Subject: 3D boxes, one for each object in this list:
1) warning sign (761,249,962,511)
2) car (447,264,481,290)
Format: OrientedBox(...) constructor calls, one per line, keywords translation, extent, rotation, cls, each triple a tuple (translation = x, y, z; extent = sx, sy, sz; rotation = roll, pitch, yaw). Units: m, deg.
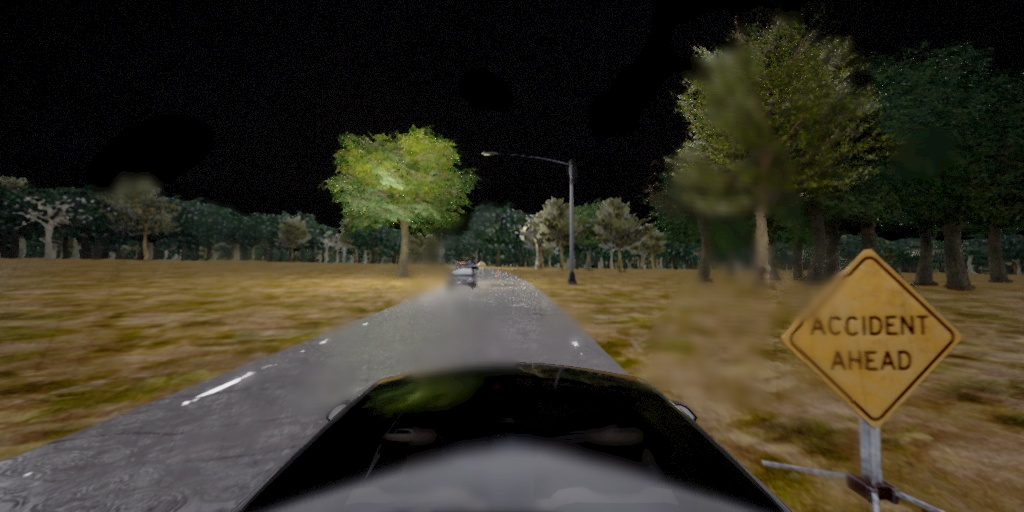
OrientedBox(translation=(2.650, 0.875, 2.633), extent=(1.300, 1.860, 1.060), rotation=(0, 0, 0), cls="warning sign")
OrientedBox(translation=(-3.423, 1.522, 25.342), extent=(1.812, 1.442, 4.674), rotation=(0, -1, -2), cls="car")
